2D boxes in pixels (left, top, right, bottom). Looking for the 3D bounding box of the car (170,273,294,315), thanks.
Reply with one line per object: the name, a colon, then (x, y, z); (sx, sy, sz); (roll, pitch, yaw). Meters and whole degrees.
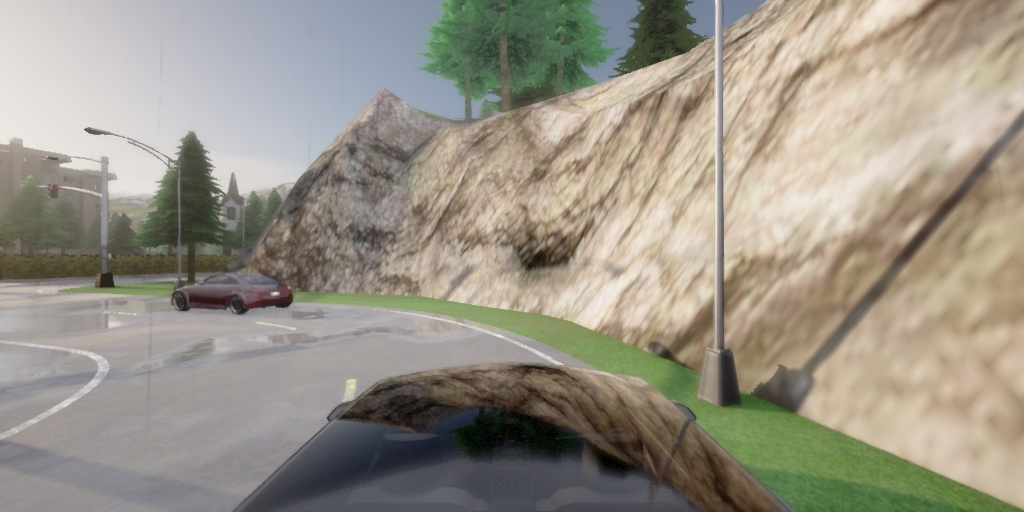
car: (-10.389, 1.320, 13.372); (4.181, 1.385, 1.994); (0, 0, 16)
